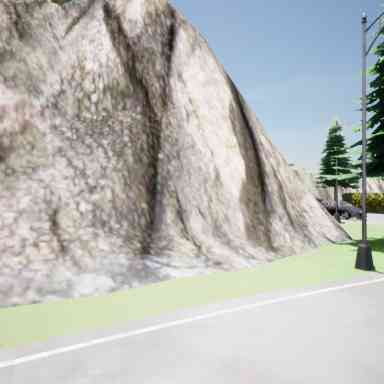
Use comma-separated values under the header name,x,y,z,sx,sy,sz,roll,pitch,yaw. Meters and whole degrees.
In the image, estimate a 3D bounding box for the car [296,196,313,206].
name,x,y,z,sx,sy,sz,roll,pitch,yaw
car,19.485,1.479,55.414,5.008,1.535,1.882,0,0,-31

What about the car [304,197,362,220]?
name,x,y,z,sx,sy,sz,roll,pitch,yaw
car,12.393,1.491,28.315,2.128,1.511,4.902,0,0,-26
